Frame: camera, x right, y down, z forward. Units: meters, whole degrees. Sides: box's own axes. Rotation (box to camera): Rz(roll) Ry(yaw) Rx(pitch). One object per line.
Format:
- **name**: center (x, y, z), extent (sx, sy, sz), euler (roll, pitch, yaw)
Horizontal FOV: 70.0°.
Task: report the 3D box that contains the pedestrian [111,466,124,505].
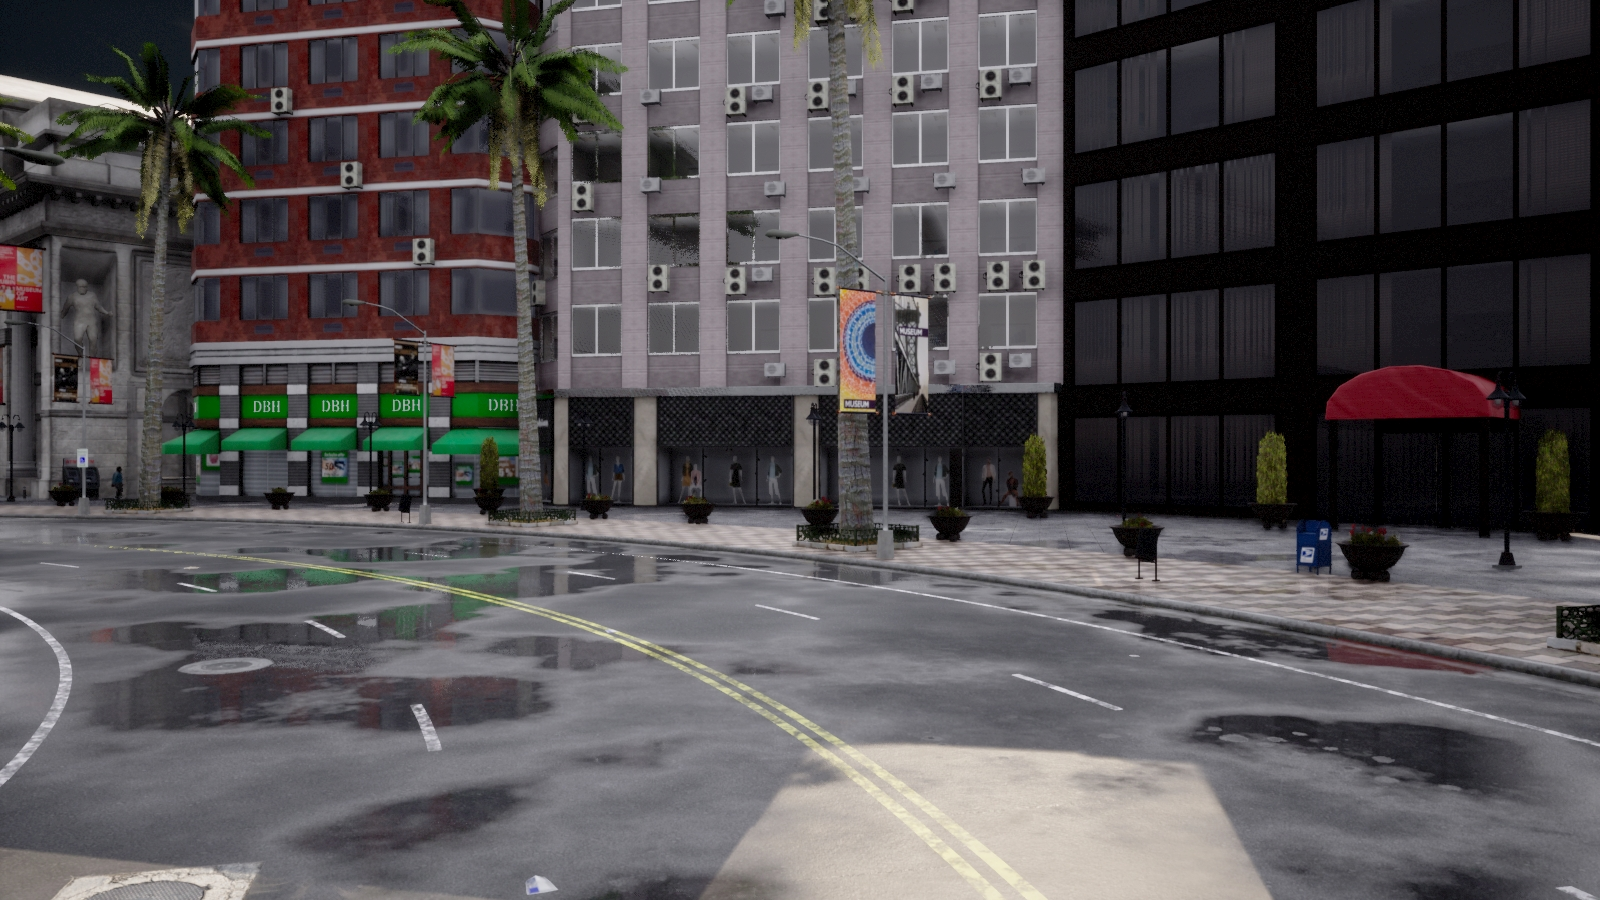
- **pedestrian**: center (-32.741, 1.703, 54.787), extent (0.375, 1.860, 0.375), euler (0, 0, 12)
